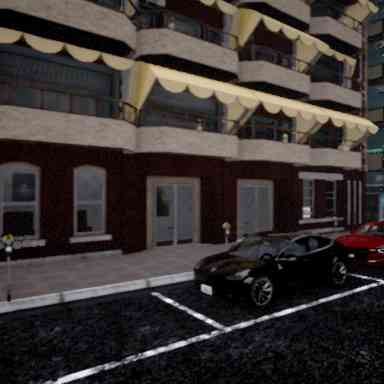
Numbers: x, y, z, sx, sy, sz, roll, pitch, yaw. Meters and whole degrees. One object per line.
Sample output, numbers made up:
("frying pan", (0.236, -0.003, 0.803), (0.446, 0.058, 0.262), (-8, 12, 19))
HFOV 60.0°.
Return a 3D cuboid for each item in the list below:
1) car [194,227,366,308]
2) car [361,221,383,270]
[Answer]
("car", (2.074, 1.632, 8.045), (4.313, 1.339, 1.947), (1, -1, -35))
("car", (6.573, 1.669, 11.250), (4.507, 1.381, 1.887), (1, -1, -35))
